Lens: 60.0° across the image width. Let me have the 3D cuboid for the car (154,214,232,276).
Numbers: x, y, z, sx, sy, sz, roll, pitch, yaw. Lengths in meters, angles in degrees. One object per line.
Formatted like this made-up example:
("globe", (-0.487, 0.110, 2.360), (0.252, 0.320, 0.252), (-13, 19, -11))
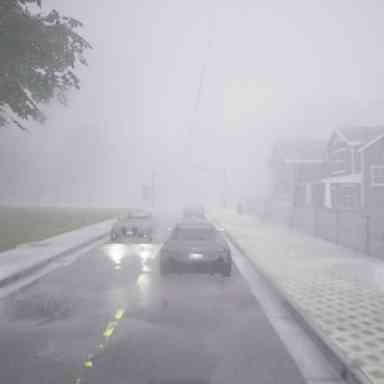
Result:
("car", (0.106, 1.630, 10.545), (1.994, 1.385, 4.181), (0, 0, 0))

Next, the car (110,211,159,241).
("car", (-2.825, 1.670, 17.051), (1.994, 1.385, 4.181), (0, 0, 0))

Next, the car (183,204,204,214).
("car", (0.145, 1.798, 30.634), (1.895, 1.301, 4.718), (0, 0, 0))
